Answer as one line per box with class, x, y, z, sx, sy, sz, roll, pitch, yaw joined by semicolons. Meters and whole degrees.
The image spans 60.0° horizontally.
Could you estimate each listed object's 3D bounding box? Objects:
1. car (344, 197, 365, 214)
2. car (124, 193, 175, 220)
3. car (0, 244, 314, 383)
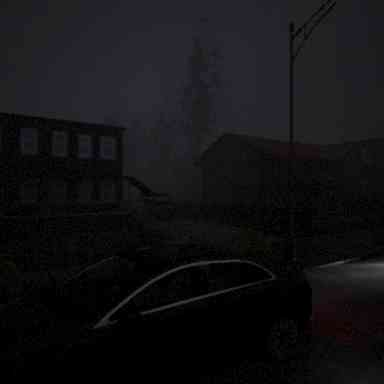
car;13.770;1.165;30.620;1.845;1.501;3.633;0;0;-35
car;-2.965;0.983;21.452;3.866;1.878;1.905;0;0;-35
car;-0.485;1.495;4.232;4.902;1.511;2.128;0;0;-35
